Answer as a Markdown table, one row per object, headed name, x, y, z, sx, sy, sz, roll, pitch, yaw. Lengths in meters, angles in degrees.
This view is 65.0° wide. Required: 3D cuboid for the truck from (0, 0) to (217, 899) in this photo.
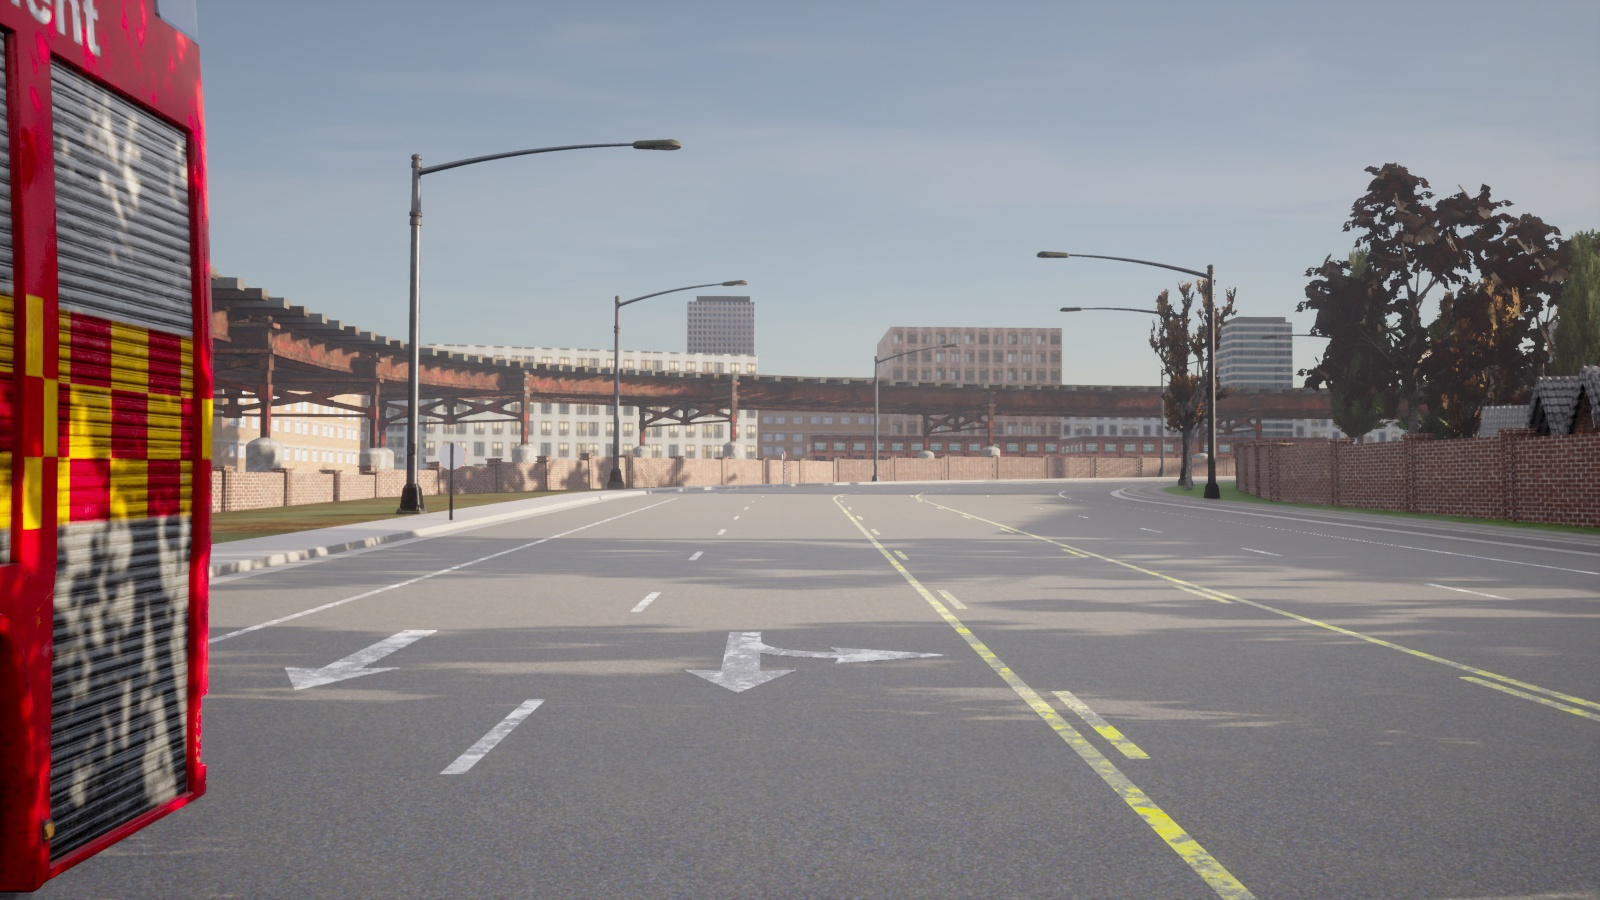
| name | x | y | z | sx | sy | sz | roll | pitch | yaw |
| --- | --- | --- | --- | --- | --- | --- | --- | --- | --- |
| truck | -3.504 | -0.332 | 0.213 | 2.891 | 3.827 | 8.468 | 0 | -1 | 0 |
